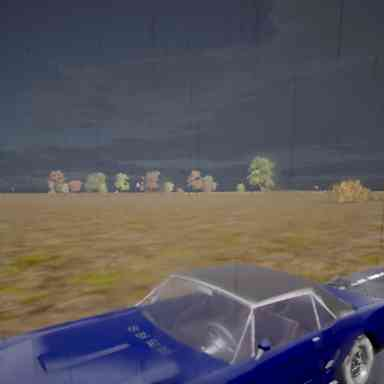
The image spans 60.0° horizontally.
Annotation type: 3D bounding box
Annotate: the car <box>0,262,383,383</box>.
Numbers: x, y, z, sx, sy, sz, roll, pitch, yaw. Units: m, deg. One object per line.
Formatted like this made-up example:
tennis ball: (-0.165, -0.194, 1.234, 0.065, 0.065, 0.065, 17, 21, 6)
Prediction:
car: (0.251, 1.598, 3.623, 4.718, 1.301, 1.895, 0, 0, -36)
